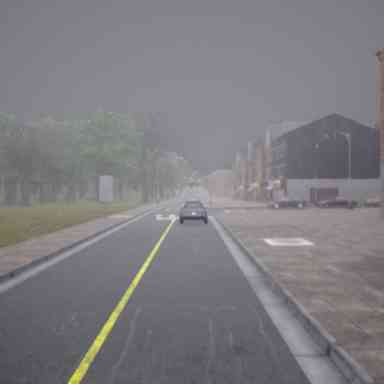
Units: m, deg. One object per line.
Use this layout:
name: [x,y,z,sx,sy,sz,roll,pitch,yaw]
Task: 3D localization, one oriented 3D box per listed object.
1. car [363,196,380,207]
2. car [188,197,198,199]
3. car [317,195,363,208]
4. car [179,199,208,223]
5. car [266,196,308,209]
car: [21.337,0.867,36.656,4.829,1.417,1.752,-1,2,0]
car: [0.101,1.417,42.172,1.812,1.442,4.674,0,0,0]
car: [15.976,1.040,36.663,4.206,1.307,1.802,-1,2,0]
car: [0.108,1.427,24.433,1.994,1.385,4.181,0,0,0]
car: [10.445,1.128,36.667,4.403,1.369,2.008,-1,2,0]
